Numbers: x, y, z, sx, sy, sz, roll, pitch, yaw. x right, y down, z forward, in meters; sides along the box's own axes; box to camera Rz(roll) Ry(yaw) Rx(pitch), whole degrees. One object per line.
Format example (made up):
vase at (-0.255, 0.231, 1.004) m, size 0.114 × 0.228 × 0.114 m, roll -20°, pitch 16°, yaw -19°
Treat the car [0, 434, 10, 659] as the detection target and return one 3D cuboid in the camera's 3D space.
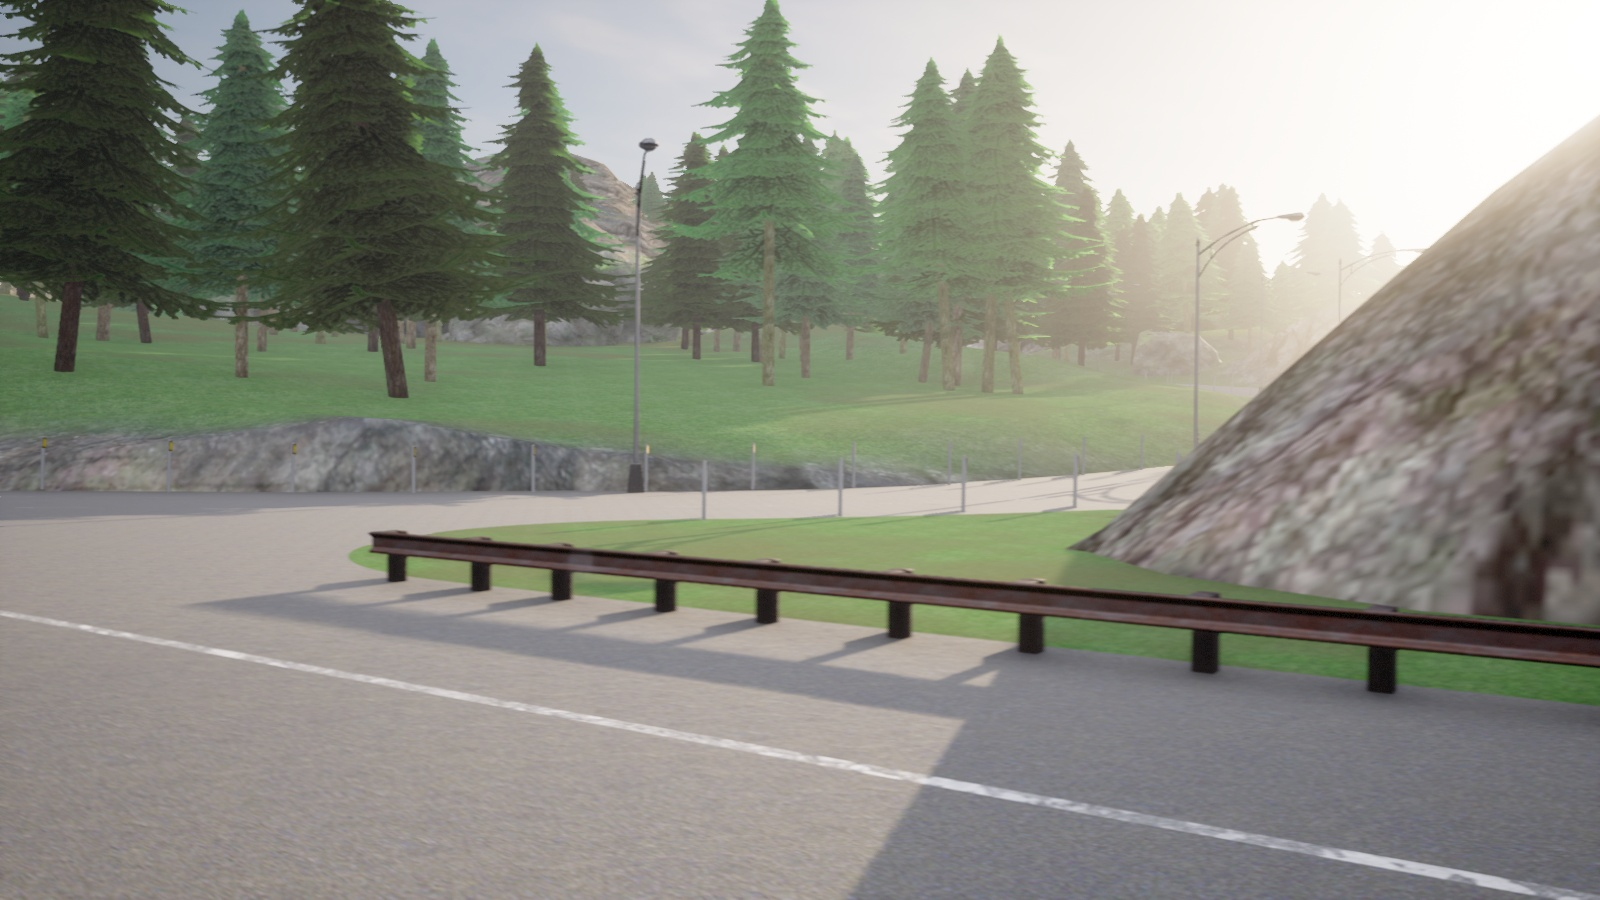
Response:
car at (-7.346, 0.647, 8.504) m, size 3.806 × 1.475 × 1.970 m, roll 0°, pitch 1°, yaw 34°
